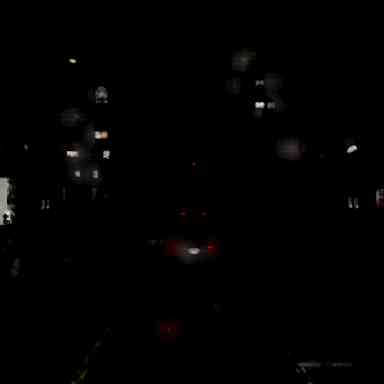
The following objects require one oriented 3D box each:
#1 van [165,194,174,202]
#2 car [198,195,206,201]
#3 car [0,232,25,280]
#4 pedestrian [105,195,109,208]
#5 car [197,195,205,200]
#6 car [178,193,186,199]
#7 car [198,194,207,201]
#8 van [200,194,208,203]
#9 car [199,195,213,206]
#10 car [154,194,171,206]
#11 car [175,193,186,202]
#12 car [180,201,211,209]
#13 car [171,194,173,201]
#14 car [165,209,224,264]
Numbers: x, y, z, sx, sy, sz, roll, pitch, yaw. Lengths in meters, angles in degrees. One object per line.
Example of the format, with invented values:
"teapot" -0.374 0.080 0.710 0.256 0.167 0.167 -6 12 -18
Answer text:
"van" -5.301 1.358 78.705 1.690 1.788 3.998 0 0 0
"car" 2.580 1.455 84.256 1.967 1.590 4.097 0 0 0
"car" -5.313 1.556 7.248 2.008 1.369 4.403 0 0 0
"pedestrian" -12.144 1.307 47.248 0.375 1.860 0.375 0 1 0
"car" 2.582 1.563 95.360 2.008 1.369 4.403 0 0 0
"car" -2.736 1.094 91.239 2.097 1.767 4.553 0 0 0
"car" 2.577 1.601 67.600 1.802 1.307 4.206 0 0 0
"van" 2.579 1.359 73.152 1.690 1.788 3.998 0 0 0
"car" 2.575 1.586 56.496 1.947 1.339 4.313 0 0 0
"car" -5.305 1.335 56.497 2.192 1.841 5.009 0 0 0
"car" -2.739 1.518 74.762 1.837 1.490 4.892 0 0 0
"car" 0.097 1.576 24.213 1.994 1.385 4.181 0 0 0
"car" -5.302 1.563 73.153 1.887 1.381 4.507 0 0 0
"car" 0.093 1.534 11.760 1.812 1.442 4.674 0 -1 1
